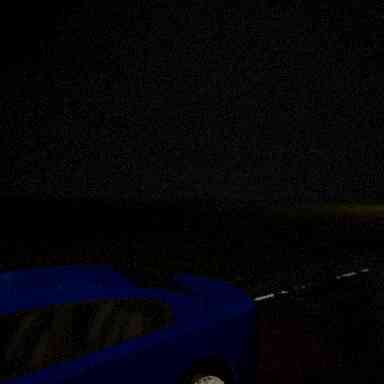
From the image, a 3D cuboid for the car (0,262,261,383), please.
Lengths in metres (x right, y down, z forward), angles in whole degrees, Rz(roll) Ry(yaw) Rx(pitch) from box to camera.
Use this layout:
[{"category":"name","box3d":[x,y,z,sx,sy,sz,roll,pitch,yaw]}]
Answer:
[{"category":"car","box3d":[-1.606,1.479,2.858,5.008,1.535,1.882,0,0,-35]}]
